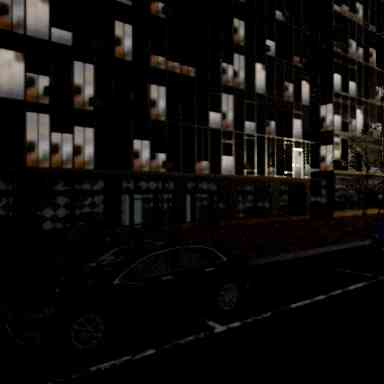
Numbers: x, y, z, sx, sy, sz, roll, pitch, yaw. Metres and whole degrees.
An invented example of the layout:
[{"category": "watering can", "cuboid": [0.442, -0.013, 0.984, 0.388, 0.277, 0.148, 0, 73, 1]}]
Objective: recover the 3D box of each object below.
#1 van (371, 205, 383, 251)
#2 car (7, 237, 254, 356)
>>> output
[{"category": "van", "cuboid": [8.436, 1.315, 12.614, 3.998, 1.788, 1.690, 0, 0, -36]}, {"category": "car", "cuboid": [-0.816, 1.551, 5.979, 4.403, 1.369, 2.008, 0, 0, -36]}]
